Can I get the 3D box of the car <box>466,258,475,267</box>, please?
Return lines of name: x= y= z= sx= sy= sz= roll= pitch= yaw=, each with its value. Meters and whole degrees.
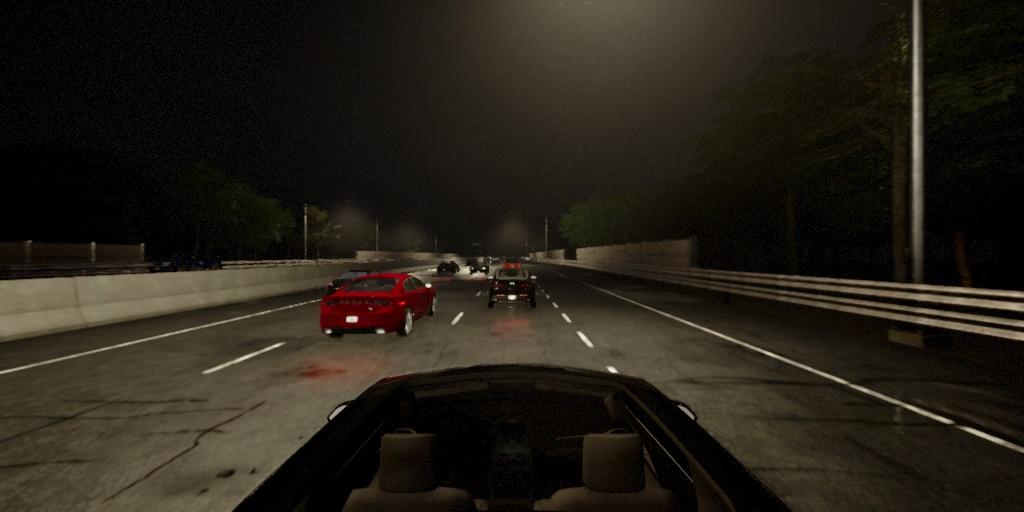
car: x=-6.979 y=1.152 z=63.412 sx=1.882 sy=1.535 sz=5.008 roll=0 pitch=0 yaw=0

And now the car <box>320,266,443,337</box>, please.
car: x=-3.496 y=1.229 z=10.319 sx=1.882 sy=1.535 sz=5.008 roll=0 pitch=0 yaw=0

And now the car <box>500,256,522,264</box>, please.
car: x=0.013 y=1.069 z=39.479 sx=2.097 sy=1.767 sz=4.553 roll=0 pitch=0 yaw=0

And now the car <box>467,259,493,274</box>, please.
car: x=-3.487 y=1.318 z=39.552 sx=1.895 sy=1.301 sz=4.718 roll=0 pitch=0 yaw=0

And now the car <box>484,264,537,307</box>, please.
car: x=0.005 y=1.256 z=15.551 sx=1.837 sy=1.490 sz=4.892 roll=0 pitch=0 yaw=0

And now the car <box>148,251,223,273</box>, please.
car: x=-27.990 y=0.574 z=31.037 sx=2.150 sy=2.045 sz=5.566 roll=0 pitch=0 yaw=0

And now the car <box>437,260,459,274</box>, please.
car: x=-6.987 y=1.209 z=39.543 sx=2.128 sy=1.511 sz=4.902 roll=0 pitch=0 yaw=0
